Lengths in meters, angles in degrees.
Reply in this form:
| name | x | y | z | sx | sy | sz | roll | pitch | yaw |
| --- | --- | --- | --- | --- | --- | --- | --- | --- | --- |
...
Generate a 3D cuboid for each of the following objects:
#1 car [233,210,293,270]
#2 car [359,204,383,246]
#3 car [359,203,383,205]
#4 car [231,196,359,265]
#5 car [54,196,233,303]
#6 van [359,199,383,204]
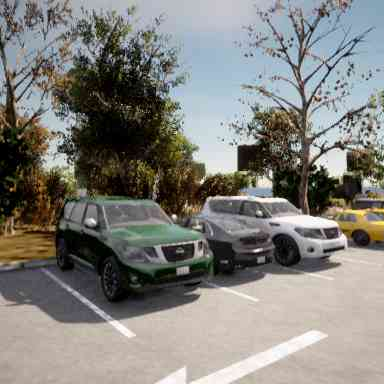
| name | x | y | z | sx | sy | sz | roll | pitch | yaw |
| --- | --- | --- | --- | --- | --- | --- | --- | --- | --- |
| car | 0.266 | 1.435 | 10.213 | 2.231 | 1.521 | 4.892 | 0 | 0 | -37 |
| car | 6.941 | 1.512 | 15.494 | 1.946 | 1.575 | 5.366 | 1 | 0 | -37 |
| car | 9.067 | 1.552 | 17.094 | 1.946 | 1.575 | 5.366 | 1 | -1 | -37 |
| car | 2.504 | 1.199 | 11.886 | 2.435 | 2.045 | 5.566 | 0 | 0 | -37 |
| car | -1.845 | 1.171 | 8.581 | 2.435 | 2.045 | 5.566 | 0 | 0 | -37 |
| van | 11.484 | 1.378 | 18.535 | 1.878 | 1.987 | 4.442 | 1 | -1 | -37 |
